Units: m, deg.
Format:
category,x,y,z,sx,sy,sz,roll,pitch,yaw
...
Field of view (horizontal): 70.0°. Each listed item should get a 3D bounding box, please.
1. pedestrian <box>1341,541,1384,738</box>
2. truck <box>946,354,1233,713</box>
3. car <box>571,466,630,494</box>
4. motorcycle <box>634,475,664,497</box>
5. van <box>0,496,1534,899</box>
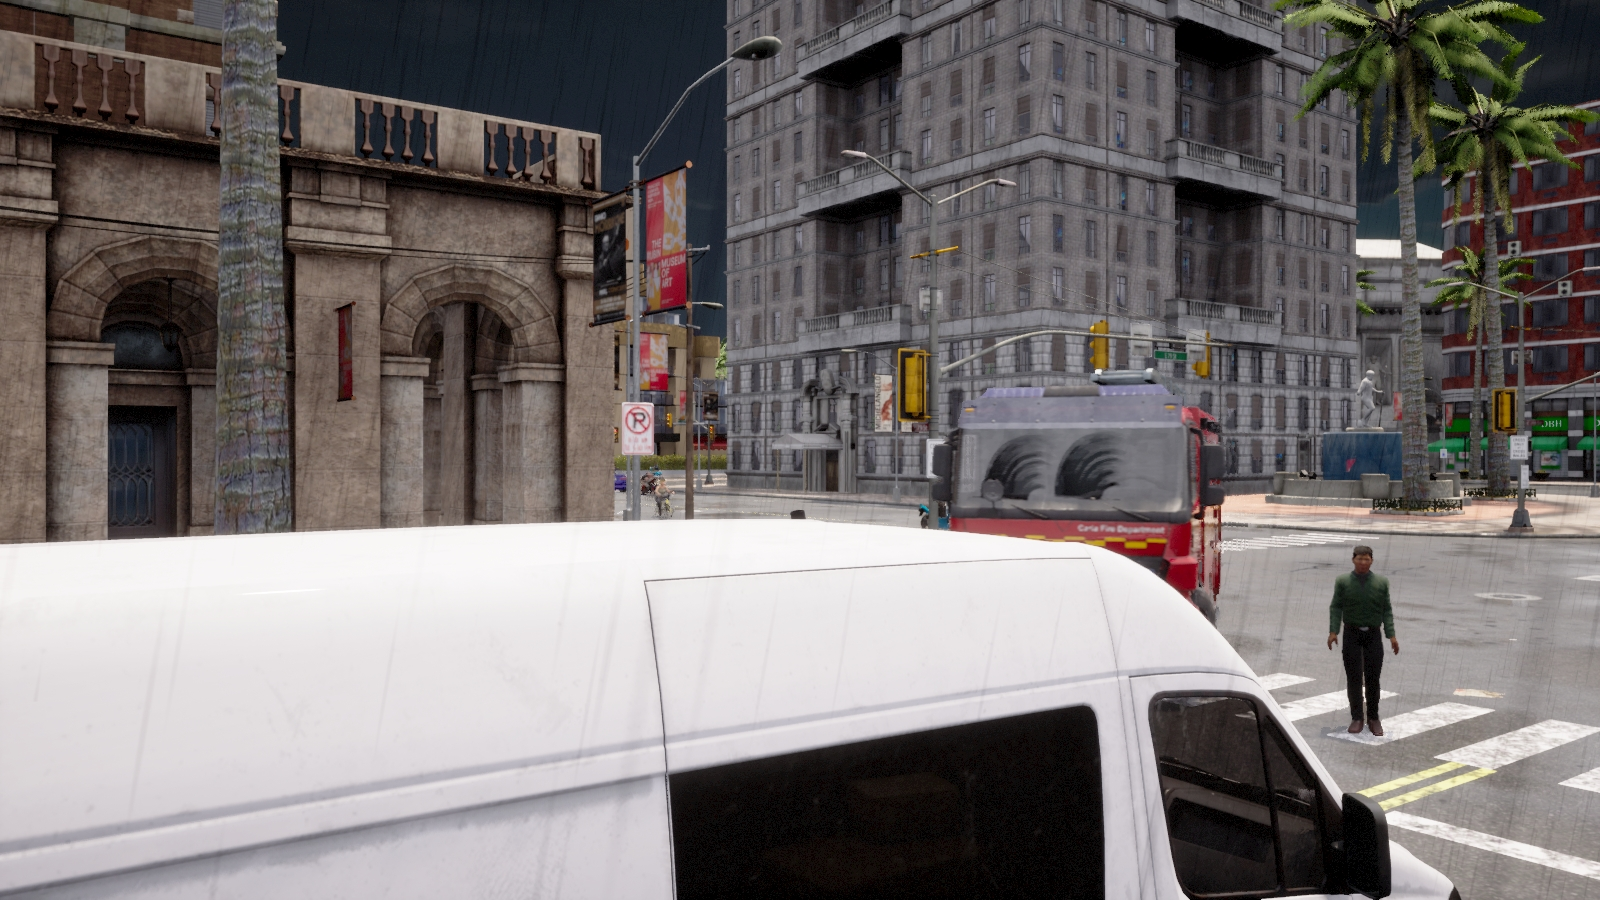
category,x,y,z,sx,sy,sz,roll,pitch,yaw
pedestrian,5.538,1.843,11.247,0.375,1.860,0.375,0,0,27
truck,4.638,0.885,16.625,2.891,3.827,8.468,0,0,22
car,-13.230,1.955,75.611,2.242,1.667,4.611,0,0,-33
motorcycle,-9.250,2.192,69.803,0.867,1.251,2.209,0,0,-35
van,0.019,1.533,3.806,5.915,2.561,1.988,0,0,-35
